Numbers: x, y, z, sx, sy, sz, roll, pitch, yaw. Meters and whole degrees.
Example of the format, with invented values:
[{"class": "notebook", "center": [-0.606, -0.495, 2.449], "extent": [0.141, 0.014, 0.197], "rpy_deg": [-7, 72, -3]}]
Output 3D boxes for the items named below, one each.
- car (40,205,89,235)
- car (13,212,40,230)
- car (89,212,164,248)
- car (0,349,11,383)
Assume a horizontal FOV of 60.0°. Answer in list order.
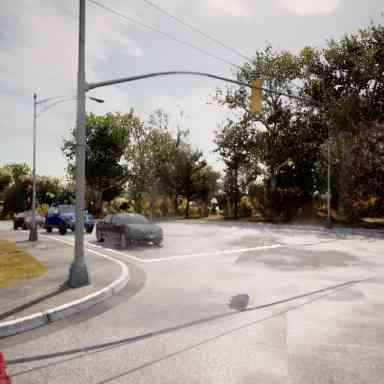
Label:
[{"class": "car", "center": [-9.101, 1.953, 24.431], "extent": [2.150, 2.045, 5.566], "rpy_deg": [1, -4, -38]}, {"class": "car", "center": [-15.637, 2.702, 32.187], "extent": [2.097, 1.767, 4.553], "rpy_deg": [1, -4, -43]}, {"class": "car", "center": [-3.202, 1.799, 16.450], "extent": [1.837, 1.490, 4.892], "rpy_deg": [1, -3, -37]}, {"class": "car", "center": [-3.339, 1.348, 1.480], "extent": [4.553, 1.767, 2.097], "rpy_deg": [0, 0, -34]}]
